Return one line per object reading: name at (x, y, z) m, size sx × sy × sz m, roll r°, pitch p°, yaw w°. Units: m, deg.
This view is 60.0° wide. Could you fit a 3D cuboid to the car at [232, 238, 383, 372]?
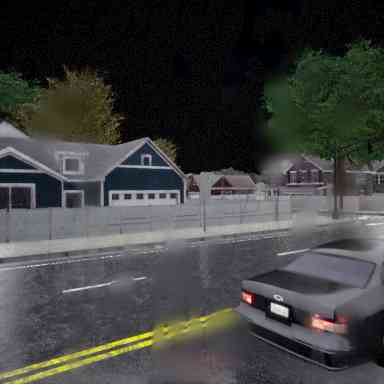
car at (3.143, 1.539, 5.709) m, size 5.357 × 1.411 × 2.033 m, roll 0°, pitch 0°, yaw -36°
